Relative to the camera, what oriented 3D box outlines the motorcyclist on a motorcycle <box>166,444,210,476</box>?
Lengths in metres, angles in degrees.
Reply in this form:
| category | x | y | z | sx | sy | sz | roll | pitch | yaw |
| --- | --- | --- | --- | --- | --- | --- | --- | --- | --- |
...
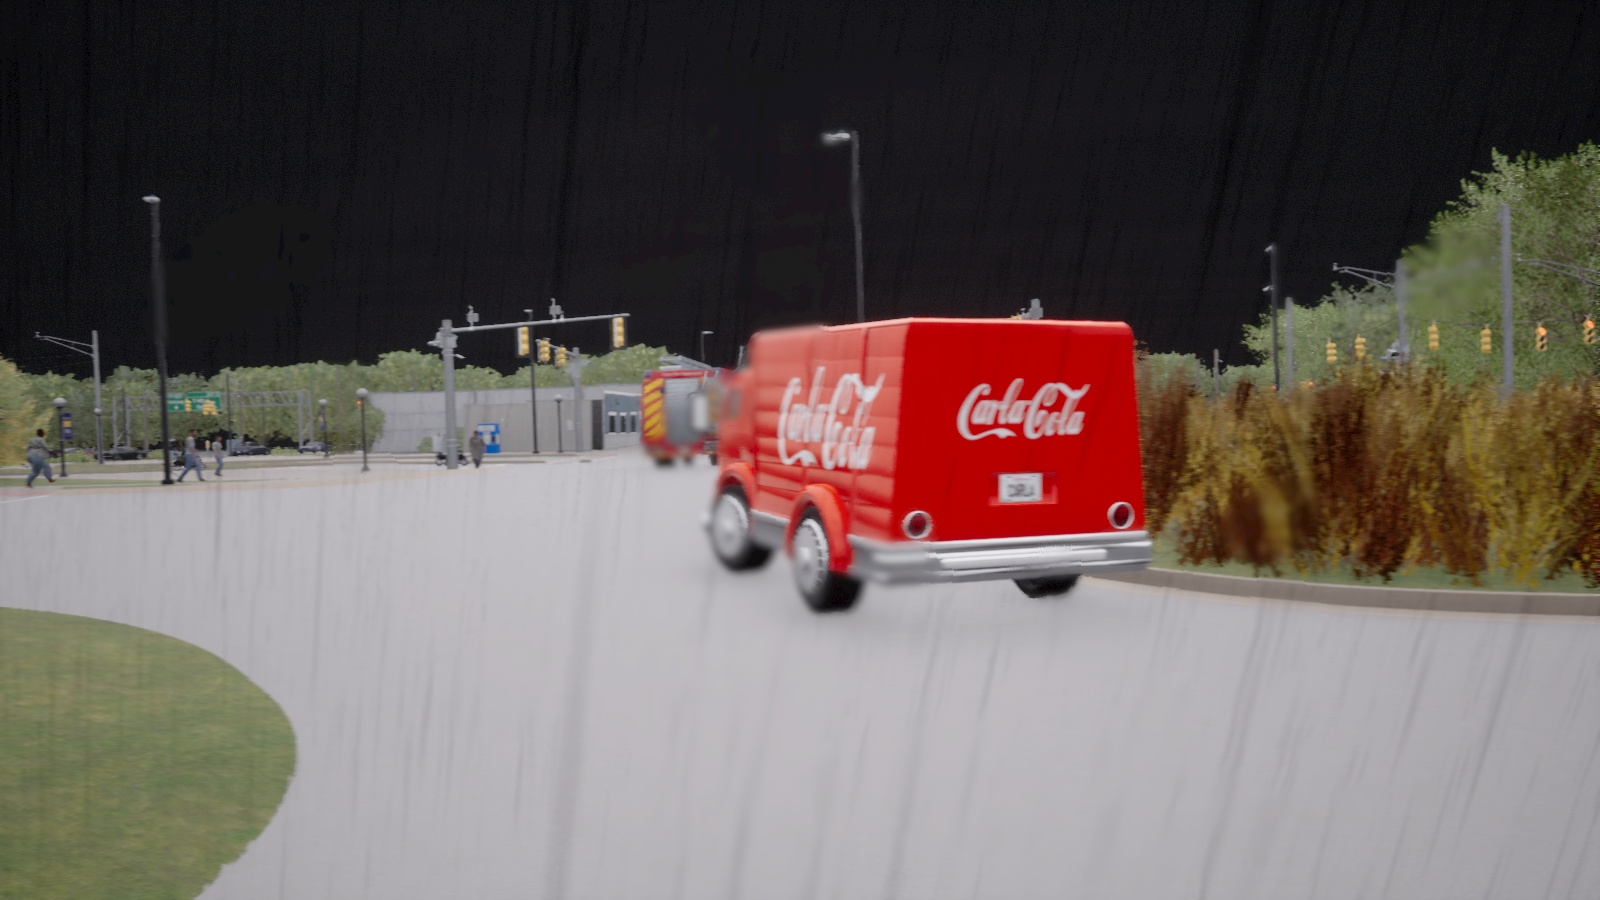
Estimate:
| category | x | y | z | sx | sy | sz | roll | pitch | yaw |
| --- | --- | --- | --- | --- | --- | --- | --- | --- | --- |
| motorcyclist on a motorcycle | -32.290 | 0.512 | 66.263 | 1.817 | 1.590 | 0.866 | -2 | 1 | 3 |

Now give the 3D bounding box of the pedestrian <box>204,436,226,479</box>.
| category | x | y | z | sx | sy | sz | roll | pitch | yaw |
| --- | --- | --- | --- | --- | --- | --- | --- | --- | --- |
| pedestrian | -25.503 | 0.338 | 54.769 | 0.706 | 1.836 | 0.354 | -2 | 2 | 4 |

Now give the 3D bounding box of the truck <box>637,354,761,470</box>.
| category | x | y | z | sx | sy | sz | roll | pitch | yaw |
| --- | --- | --- | --- | --- | --- | --- | --- | --- | --- |
| truck | -3.554 | -1.288 | 46.613 | 2.891 | 3.827 | 8.468 | -2 | 0 | 6 |

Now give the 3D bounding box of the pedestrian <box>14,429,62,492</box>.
| category | x | y | z | sx | sy | sz | roll | pitch | yaw |
| --- | --- | --- | --- | --- | --- | --- | --- | --- | --- |
| pedestrian | -23.414 | 0.319 | 38.579 | 0.874 | 1.855 | 0.900 | -1 | 2 | 36 |

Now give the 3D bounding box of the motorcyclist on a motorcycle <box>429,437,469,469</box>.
| category | x | y | z | sx | sy | sz | roll | pitch | yaw |
| --- | --- | --- | --- | --- | --- | --- | --- | --- | --- |
| motorcyclist on a motorcycle | -18.356 | 0.144 | 65.628 | 1.817 | 1.590 | 0.866 | -1 | 1 | 2 |

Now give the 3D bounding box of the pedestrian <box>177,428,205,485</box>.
| category | x | y | z | sx | sy | sz | roll | pitch | yaw |
| --- | --- | --- | --- | --- | --- | --- | --- | --- | --- |
| pedestrian | -20.043 | 0.222 | 41.317 | 0.706 | 1.836 | 0.354 | -3 | 2 | -17 |

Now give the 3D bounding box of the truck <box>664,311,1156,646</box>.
| category | x | y | z | sx | sy | sz | roll | pitch | yaw |
| --- | --- | --- | --- | --- | --- | --- | --- | --- | --- |
| truck | 0.696 | 0.089 | 12.111 | 2.627 | 2.467 | 5.204 | -2 | 3 | -22 |

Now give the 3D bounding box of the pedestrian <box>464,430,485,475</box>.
| category | x | y | z | sx | sy | sz | roll | pitch | yaw |
| --- | --- | --- | --- | --- | --- | --- | --- | --- | --- |
| pedestrian | -14.173 | 0.099 | 54.753 | 0.659 | 1.952 | 0.873 | -2 | 2 | -4 |
